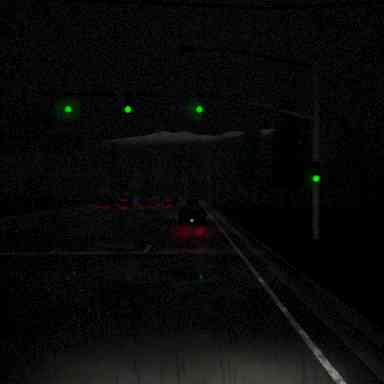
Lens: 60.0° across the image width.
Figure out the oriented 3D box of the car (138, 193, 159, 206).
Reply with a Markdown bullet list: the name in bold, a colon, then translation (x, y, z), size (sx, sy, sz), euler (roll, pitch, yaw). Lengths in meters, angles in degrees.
- **car**: translation (-6.990, 1.302, 54.115), size (2.097, 1.767, 4.553), euler (0, 0, 0)

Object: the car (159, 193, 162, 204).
- **car**: translation (-6.988, 1.168, 64.280), size (2.150, 2.045, 5.566), euler (0, 0, 0)

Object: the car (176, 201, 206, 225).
- **car**: translation (0.005, 1.578, 24.047), size (1.895, 1.301, 4.718), euler (0, 0, 0)

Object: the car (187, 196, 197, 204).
- **car**: translation (0.012, 1.501, 64.248), size (1.994, 1.385, 4.181), euler (0, 0, 0)

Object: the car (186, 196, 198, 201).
- **car**: translation (0.010, 1.513, 54.337), size (1.994, 1.385, 4.181), euler (0, 0, 0)

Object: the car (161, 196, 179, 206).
- **car**: translation (-3.490, 1.455, 54.035), size (1.837, 1.490, 4.892), euler (0, 0, 0)

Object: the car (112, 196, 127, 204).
- **car**: translation (-13.988, 1.458, 64.252), size (1.812, 1.442, 4.674), euler (0, 0, 0)

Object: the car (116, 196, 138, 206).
- **car**: translation (-10.490, 1.455, 53.859), size (1.837, 1.490, 4.892), euler (0, 0, 0)

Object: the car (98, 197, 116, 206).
- **car**: translation (-13.990, 1.475, 54.128), size (1.812, 1.442, 4.674), euler (0, 0, 0)

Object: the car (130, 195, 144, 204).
- **car**: translation (-10.488, 1.412, 64.251), size (1.882, 1.535, 5.008), euler (0, 0, 0)
